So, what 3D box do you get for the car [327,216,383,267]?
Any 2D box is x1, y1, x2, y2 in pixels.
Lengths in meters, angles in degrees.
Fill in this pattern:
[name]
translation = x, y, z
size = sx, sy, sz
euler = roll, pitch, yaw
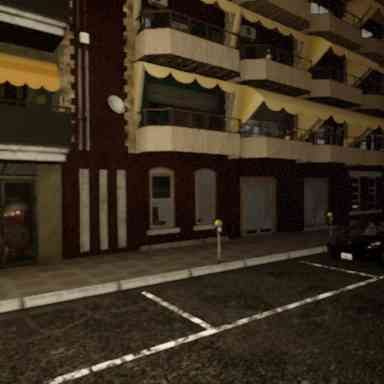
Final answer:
[car]
translation = 6.340, 1.513, 11.100
size = 4.313, 1.339, 1.947
euler = 0, 0, -36
